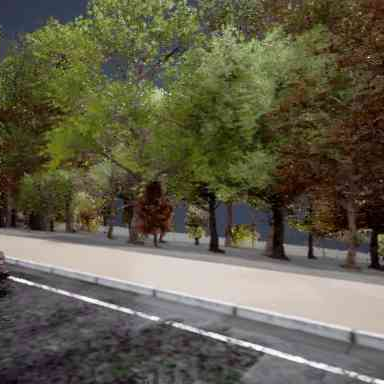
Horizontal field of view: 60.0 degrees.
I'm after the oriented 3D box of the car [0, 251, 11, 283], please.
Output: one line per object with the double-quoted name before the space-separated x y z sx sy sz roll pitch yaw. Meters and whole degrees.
"car" -6.720 1.675 8.531 5.357 1.411 2.033 -1 -1 36
